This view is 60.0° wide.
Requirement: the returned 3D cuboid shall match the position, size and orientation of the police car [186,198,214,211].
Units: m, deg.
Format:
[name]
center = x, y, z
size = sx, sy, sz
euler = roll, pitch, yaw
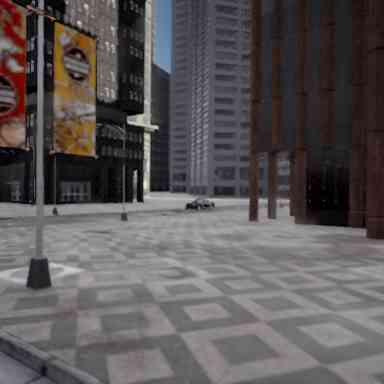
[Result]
[police car]
center = 1.055, 1.611, 44.641
size = 1.930, 1.638, 5.238
euler = 1, 0, 36
